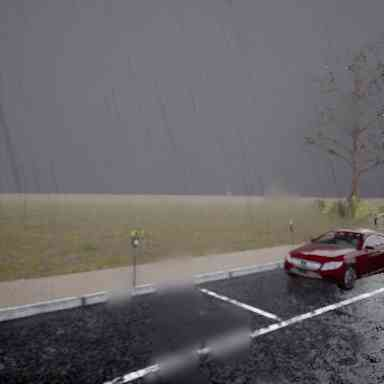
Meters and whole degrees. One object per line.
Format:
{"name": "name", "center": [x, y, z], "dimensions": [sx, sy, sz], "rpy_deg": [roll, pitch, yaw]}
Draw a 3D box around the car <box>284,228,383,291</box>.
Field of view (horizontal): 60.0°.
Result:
{"name": "car", "center": [4.393, 1.695, 9.328], "dimensions": [4.206, 1.307, 1.802], "rpy_deg": [1, 0, -36]}
